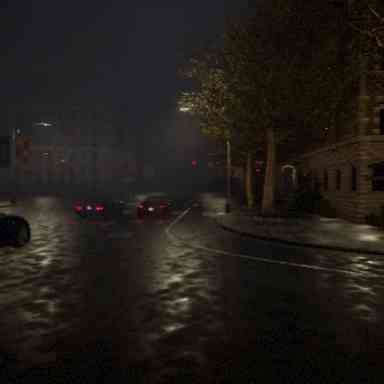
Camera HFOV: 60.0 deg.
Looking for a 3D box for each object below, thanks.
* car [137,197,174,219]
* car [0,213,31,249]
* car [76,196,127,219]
[{"bbox_3d":[-2.389,0.989,22.643,1.994,1.385,4.181,1,1,4],"label":"car"},{"bbox_3d":[-6.877,1.037,9.982,2.097,1.767,4.553,1,1,4],"label":"car"},{"bbox_3d":[-5.928,0.947,22.264,2.033,1.411,5.357,1,1,4],"label":"car"}]
